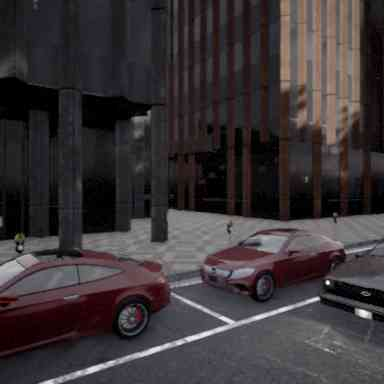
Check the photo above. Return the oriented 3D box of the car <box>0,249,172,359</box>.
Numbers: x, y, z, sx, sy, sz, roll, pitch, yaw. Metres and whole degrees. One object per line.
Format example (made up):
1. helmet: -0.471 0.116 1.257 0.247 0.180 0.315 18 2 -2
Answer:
1. car: -2.296 1.581 5.011 4.206 1.307 1.802 0 0 -36

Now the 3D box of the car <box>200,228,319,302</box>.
1. car: 2.146 1.576 8.181 4.206 1.307 1.802 0 0 -36

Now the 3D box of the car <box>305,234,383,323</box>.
1. car: 4.897 1.541 6.818 5.357 1.411 2.033 0 0 -35
